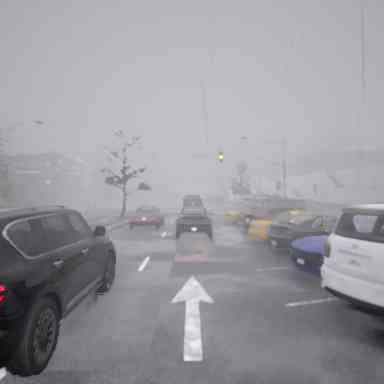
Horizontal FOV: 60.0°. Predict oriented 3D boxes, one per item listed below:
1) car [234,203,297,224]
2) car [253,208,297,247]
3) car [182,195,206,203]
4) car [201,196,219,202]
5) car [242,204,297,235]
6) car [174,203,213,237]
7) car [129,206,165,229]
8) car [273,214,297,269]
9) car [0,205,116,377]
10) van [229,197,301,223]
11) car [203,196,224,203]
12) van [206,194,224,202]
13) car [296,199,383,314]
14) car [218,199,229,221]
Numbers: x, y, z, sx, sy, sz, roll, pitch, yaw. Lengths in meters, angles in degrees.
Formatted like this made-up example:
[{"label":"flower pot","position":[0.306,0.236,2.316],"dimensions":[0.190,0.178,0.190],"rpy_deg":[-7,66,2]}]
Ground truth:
[{"label":"car","position":[5.096,1.548,18.154],"dimensions":[4.792,1.488,2.163],"rpy_deg":[1,0,-20]},{"label":"car","position":[5.064,1.503,12.177],"dimensions":[4.892,1.521,2.231],"rpy_deg":[1,0,-20]},{"label":"car","position":[0.097,1.297,37.267],"dimensions":[2.150,2.045,5.566],"rpy_deg":[0,0,0]},{"label":"car","position":[5.101,1.987,94.262],"dimensions":[4.553,1.767,2.185],"rpy_deg":[1,-1,-20]},{"label":"car","position":[5.244,1.509,15.224],"dimensions":[5.366,1.575,1.946],"rpy_deg":[1,0,-20]},{"label":"car","position":[0.099,1.531,18.147],"dimensions":[1.837,1.490,4.892],"rpy_deg":[0,0,0]},{"label":"car","position":[-2.900,1.603,22.150],"dimensions":[1.994,1.385,4.181],"rpy_deg":[0,0,0]},{"label":"car","position":[5.076,1.496,9.191],"dimensions":[5.008,1.535,2.097],"rpy_deg":[1,0,-20]},{"label":"car","position":[-2.895,1.223,5.693],"dimensions":[2.150,2.045,5.566],"rpy_deg":[0,0,0]},{"label":"van","position":[4.964,1.300,21.081],"dimensions":[4.442,1.987,1.878],"rpy_deg":[1,0,-20]},{"label":"car","position":[5.064,1.757,79.366],"dimensions":[4.674,1.452,2.002],"rpy_deg":[1,-2,-20]},{"label":"van","position":[4.963,1.409,76.350],"dimensions":[4.442,1.987,1.878],"rpy_deg":[1,-1,-20]},{"label":"car","position":[5.100,1.241,6.227],"dimensions":[5.566,2.045,2.435],"rpy_deg":[1,0,-20]},{"label":"car","position":[4.897,1.531,24.039],"dimensions":[5.366,1.575,1.946],"rpy_deg":[1,0,-20]}]
